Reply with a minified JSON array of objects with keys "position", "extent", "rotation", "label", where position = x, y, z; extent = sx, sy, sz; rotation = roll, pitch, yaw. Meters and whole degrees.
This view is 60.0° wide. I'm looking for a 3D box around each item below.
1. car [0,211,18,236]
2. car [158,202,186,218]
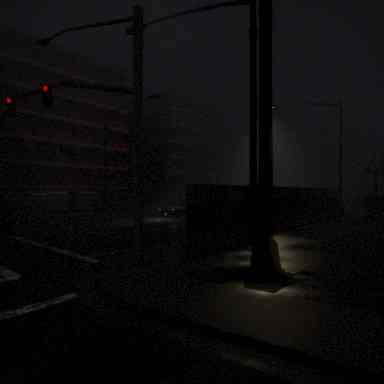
[{"position":[-11.398,1.480,16.512],"extent":[2.128,1.511,4.902],"rotation":[0,0,44],"label":"car"},{"position":[-1.001,1.601,30.465],"extent":[1.895,1.301,4.718],"rotation":[0,0,35],"label":"car"}]
